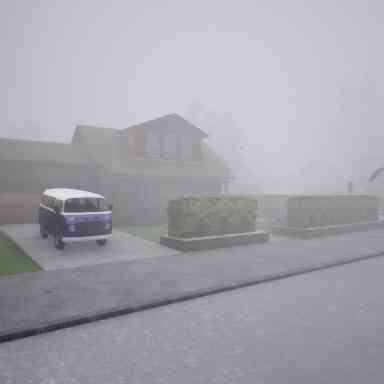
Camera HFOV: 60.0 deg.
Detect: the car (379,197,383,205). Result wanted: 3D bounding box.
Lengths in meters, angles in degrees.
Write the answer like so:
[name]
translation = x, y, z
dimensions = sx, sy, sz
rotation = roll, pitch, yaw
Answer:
[car]
translation = 24.676, 0.983, 41.440
dimensions = 3.866, 1.878, 1.905
rotation = 0, 0, 0
